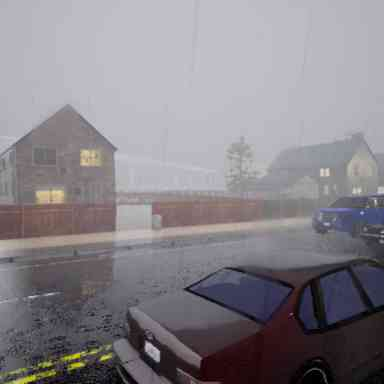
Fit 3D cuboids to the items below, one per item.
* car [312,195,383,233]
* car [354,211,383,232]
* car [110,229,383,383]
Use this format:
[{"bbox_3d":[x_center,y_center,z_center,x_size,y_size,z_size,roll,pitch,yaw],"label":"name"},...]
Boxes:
[{"bbox_3d":[8.753,1.187,17.574,5.566,2.045,2.150,0,0,-35],"label":"car"},{"bbox_3d":[9.053,1.570,13.833,4.718,1.301,1.895,0,0,-35],"label":"car"},{"bbox_3d":[1.686,1.540,4.558,5.357,1.411,2.033,0,0,-35],"label":"car"}]
